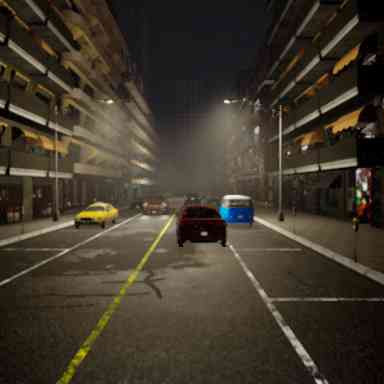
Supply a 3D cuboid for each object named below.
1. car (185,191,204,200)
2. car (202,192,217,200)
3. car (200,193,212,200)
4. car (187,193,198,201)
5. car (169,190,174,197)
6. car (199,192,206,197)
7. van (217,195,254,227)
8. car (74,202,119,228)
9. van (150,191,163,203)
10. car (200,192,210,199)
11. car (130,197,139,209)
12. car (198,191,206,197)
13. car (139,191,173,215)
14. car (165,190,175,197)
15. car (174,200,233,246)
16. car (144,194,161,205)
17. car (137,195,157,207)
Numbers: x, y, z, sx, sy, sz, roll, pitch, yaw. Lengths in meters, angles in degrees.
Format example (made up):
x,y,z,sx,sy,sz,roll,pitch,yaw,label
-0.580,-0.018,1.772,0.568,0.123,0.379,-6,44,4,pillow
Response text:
x,y,z,sx,sy,sz,roll,pitch,yaw,label
0.120,0.882,42.943,2.097,1.767,4.553,0,1,0,car
2.702,1.087,42.420,2.008,1.369,4.403,-1,1,0,car
2.711,0.852,64.513,2.008,1.369,4.403,-1,1,0,car
0.128,0.903,60.977,1.994,1.385,4.181,0,1,0,car
-5.666,0.754,75.576,1.947,1.339,4.313,-1,1,0,car
2.720,0.616,86.604,1.887,1.381,4.507,-1,1,0,car
2.691,1.116,20.326,1.690,1.788,3.998,-1,1,0,van
-5.689,1.304,20.174,1.752,1.417,4.829,-1,1,0,car
-5.677,0.762,53.481,1.690,1.788,3.998,-1,1,0,van
2.713,0.767,70.206,1.752,1.417,4.829,-1,1,0,car
-5.681,1.163,36.913,1.947,1.339,4.313,-1,1,0,car
2.722,0.565,92.128,2.008,1.369,4.403,-1,1,0,car
-3.085,1.029,29.505,2.097,1.767,4.553,0,1,0,car
-5.664,0.389,86.619,2.192,1.841,5.009,-1,1,0,car
0.296,1.317,14.387,1.882,1.535,5.008,0,1,-3,car
-5.677,1.024,47.960,1.887,1.381,4.507,-1,1,0,car
-5.679,1.083,42.436,1.887,1.381,4.507,-1,1,0,car
